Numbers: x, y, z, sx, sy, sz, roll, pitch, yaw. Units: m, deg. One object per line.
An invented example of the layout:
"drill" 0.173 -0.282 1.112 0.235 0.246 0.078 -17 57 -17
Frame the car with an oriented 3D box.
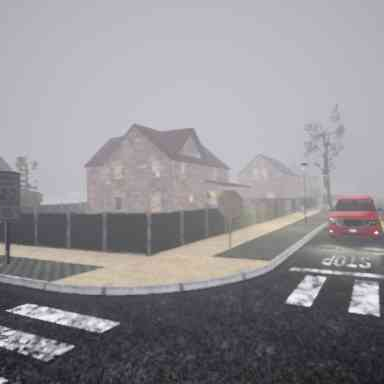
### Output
"car" 8.314 1.237 16.951 2.150 2.045 5.566 -1 2 28
